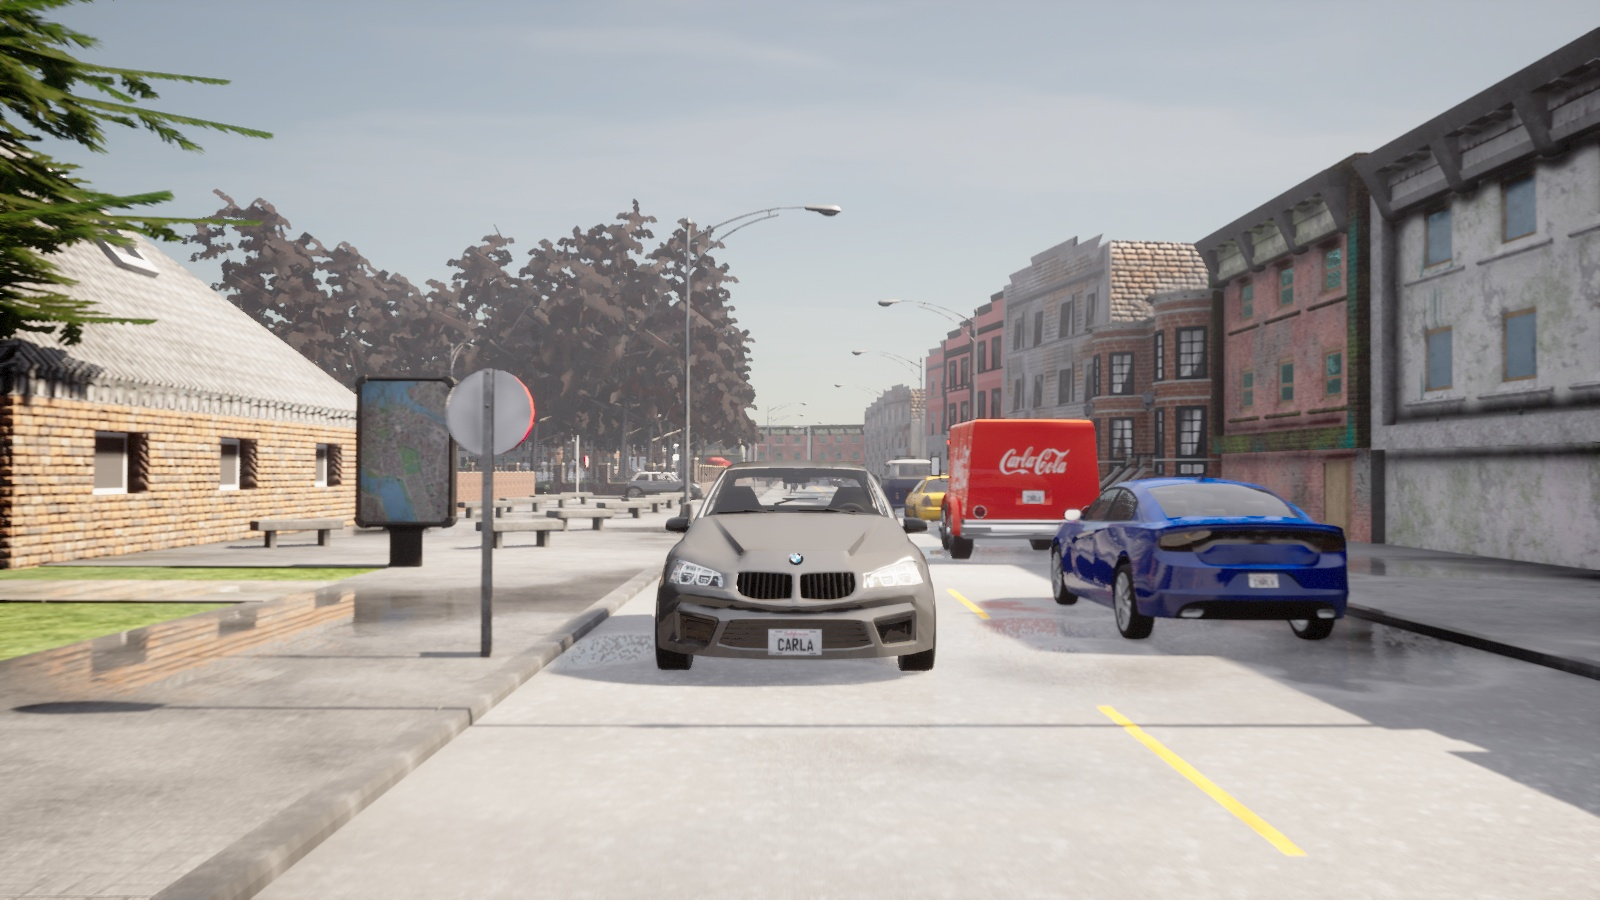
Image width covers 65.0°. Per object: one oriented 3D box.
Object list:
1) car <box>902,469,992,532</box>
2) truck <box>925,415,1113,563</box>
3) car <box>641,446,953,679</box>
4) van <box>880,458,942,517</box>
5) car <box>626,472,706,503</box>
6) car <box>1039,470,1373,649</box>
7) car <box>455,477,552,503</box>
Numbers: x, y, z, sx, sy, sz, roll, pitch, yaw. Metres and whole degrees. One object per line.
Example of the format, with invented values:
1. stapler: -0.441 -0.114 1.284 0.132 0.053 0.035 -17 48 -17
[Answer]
1. car: 3.915 1.312 34.277 1.801 1.575 5.366 0 -1 0
2. truck: 3.940 0.707 23.752 2.627 2.467 5.204 0 -1 0
3. car: -0.028 0.850 11.375 2.242 1.667 4.611 0 -1 0
4. van: 3.872 1.297 44.536 1.775 1.987 4.442 0 -1 0
5. car: -6.603 1.847 62.173 3.806 1.475 1.970 0 -1 -1
6. car: 3.968 0.999 13.301 1.882 1.535 5.008 0 -1 0
7. car: -15.600 2.086 66.213 4.718 1.301 1.895 0 -1 -2
